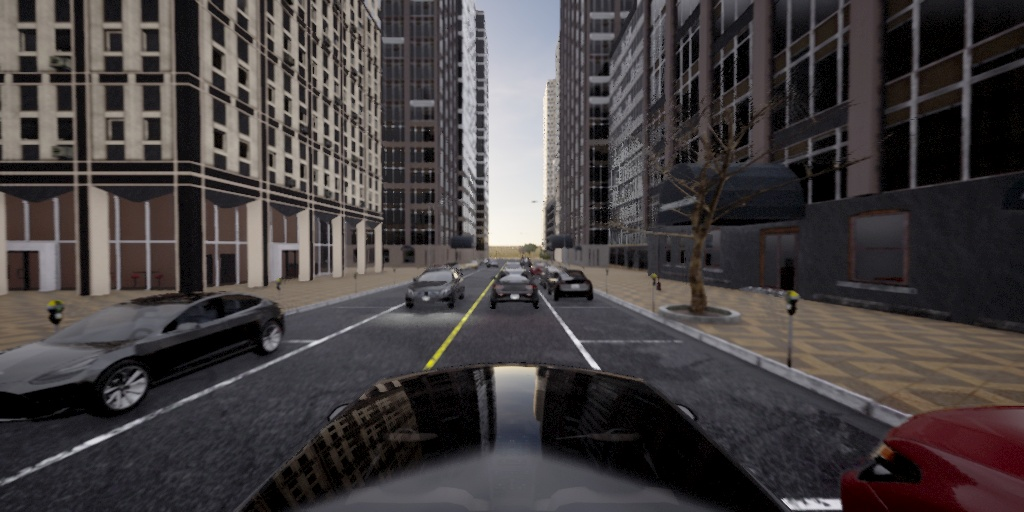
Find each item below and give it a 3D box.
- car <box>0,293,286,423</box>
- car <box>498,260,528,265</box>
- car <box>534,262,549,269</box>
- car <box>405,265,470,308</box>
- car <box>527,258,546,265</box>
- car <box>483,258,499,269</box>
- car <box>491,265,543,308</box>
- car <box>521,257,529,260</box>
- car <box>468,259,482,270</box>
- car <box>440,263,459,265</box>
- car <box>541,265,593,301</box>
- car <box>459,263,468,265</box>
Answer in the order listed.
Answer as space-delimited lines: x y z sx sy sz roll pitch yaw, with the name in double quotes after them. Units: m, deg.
-5.658 1.316 5.931 1.948 1.339 4.313 0 0 0 "car"
0.100 1.293 32.130 2.033 1.411 5.357 0 0 0 "car"
2.692 1.299 22.890 2.007 1.370 4.403 0 0 0 "car"
-3.099 1.274 15.256 1.812 1.442 4.674 0 0 0 "car"
2.691 1.185 34.240 1.967 1.591 4.097 0 0 0 "car"
-3.050 1.273 57.093 2.033 1.411 5.357 0 0 1 "car"
0.099 1.274 15.044 1.812 1.442 4.674 0 0 0 "car"
2.352 1.248 60.394 1.812 1.442 4.674 0 0 0 "car"
-5.674 1.256 51.152 1.751 1.417 4.829 0 0 0 "car"
-5.657 1.329 28.626 1.802 1.307 4.207 0 0 0 "car"
2.691 1.314 17.216 1.948 1.339 4.313 0 0 0 "car"
-5.657 1.310 34.300 1.948 1.339 4.313 0 0 0 "car"
